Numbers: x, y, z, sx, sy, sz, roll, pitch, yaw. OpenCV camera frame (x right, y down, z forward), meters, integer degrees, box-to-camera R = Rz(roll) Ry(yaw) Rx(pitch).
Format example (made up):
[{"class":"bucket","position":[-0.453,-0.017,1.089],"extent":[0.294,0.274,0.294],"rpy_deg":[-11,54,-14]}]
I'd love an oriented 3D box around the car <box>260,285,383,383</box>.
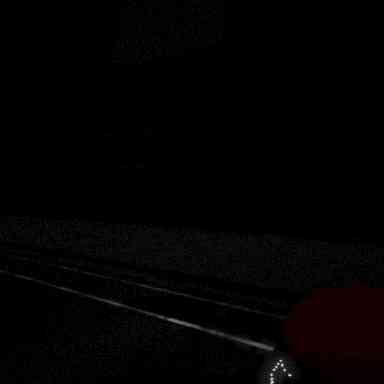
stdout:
[{"class":"car","position":[3.069,1.230,1.495],"extent":[5.566,2.045,2.150],"rpy_deg":[0,0,36]}]
